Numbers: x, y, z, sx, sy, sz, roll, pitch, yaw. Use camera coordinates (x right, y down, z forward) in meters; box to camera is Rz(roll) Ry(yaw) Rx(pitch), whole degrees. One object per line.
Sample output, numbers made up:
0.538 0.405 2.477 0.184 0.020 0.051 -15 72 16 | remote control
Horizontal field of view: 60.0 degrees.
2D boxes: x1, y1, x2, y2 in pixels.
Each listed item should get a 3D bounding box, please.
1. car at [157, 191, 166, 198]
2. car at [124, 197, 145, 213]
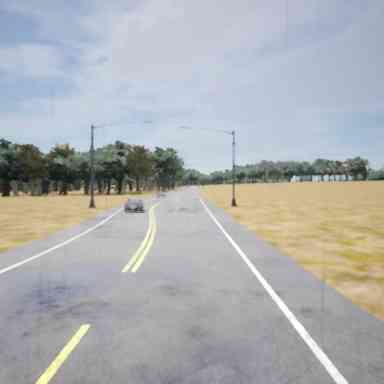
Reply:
-7.003 0.526 76.342 1.812 1.442 4.674 0 1 0 | car
-5.894 1.283 34.158 2.128 1.511 4.902 0 0 -6 | car
